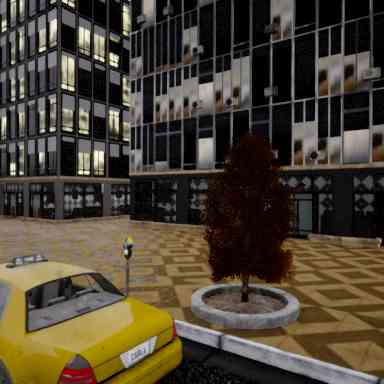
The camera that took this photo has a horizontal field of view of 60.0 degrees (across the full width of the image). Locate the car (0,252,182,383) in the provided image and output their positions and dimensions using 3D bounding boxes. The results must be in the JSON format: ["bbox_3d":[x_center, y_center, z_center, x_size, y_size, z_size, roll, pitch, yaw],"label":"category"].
[{"bbox_3d":[-2.394,1.525,4.580,4.829,1.417,1.752,0,0,36],"label":"car"}]
